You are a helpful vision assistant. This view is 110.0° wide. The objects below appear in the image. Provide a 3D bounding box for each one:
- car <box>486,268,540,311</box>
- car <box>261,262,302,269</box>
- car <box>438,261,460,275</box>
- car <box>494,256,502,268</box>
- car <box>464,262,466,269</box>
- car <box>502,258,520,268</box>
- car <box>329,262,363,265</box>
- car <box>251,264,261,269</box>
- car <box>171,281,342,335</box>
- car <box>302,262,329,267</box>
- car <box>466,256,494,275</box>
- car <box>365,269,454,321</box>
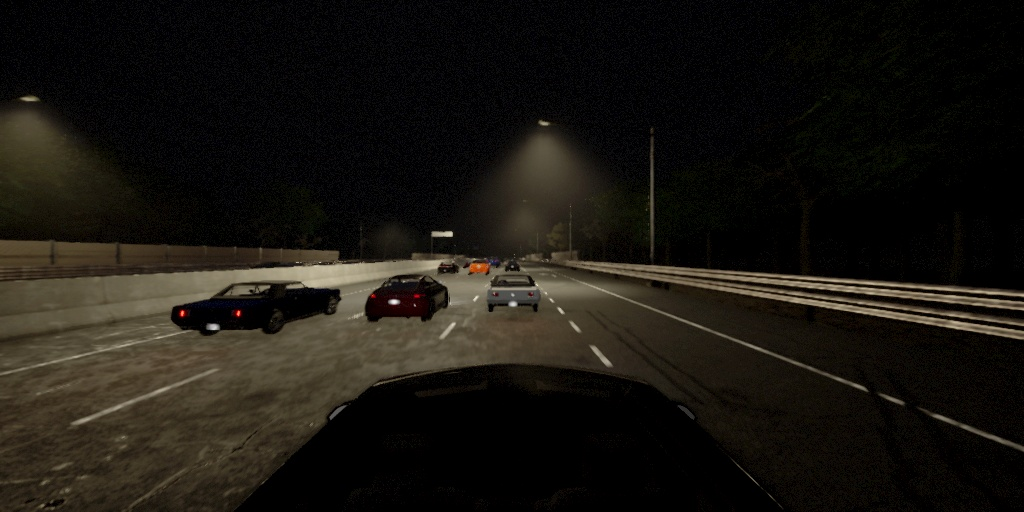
[{"bbox_3d":[0.042,1.357,14.537,1.895,1.301,4.718,0,0,0],"label":"car"},{"bbox_3d":[-24.510,1.388,39.478,2.033,1.411,5.357,0,0,1],"label":"car"},{"bbox_3d":[-6.940,1.296,39.573,2.128,1.511,4.902,0,0,0],"label":"car"},{"bbox_3d":[-3.438,1.068,63.593,2.150,2.045,5.566,0,0,0],"label":"car"},{"bbox_3d":[-6.942,1.394,60.547,2.033,1.411,5.357,0,0,0],"label":"car"},{"bbox_3d":[0.062,1.374,49.500,1.994,1.385,4.181,0,0,0],"label":"car"},{"bbox_3d":[-17.518,1.374,39.493,2.033,1.411,5.357,0,0,0],"label":"car"},{"bbox_3d":[-27.994,1.377,41.418,1.812,1.442,4.674,0,0,1],"label":"car"},{"bbox_3d":[-6.967,1.369,10.590,1.895,1.301,4.718,0,0,0],"label":"car"},{"bbox_3d":[-21.015,1.398,40.090,1.994,1.385,4.181,0,0,0],"label":"car"},{"bbox_3d":[-3.440,1.149,39.486,2.097,1.767,4.553,0,0,0],"label":"car"},{"bbox_3d":[-3.464,1.326,12.547,1.994,1.385,4.181,0,0,0],"label":"car"}]
